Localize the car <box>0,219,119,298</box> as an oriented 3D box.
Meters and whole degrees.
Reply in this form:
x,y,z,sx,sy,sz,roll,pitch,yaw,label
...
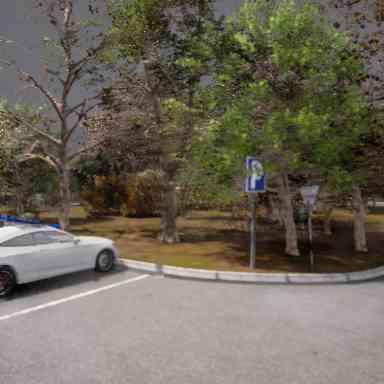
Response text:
x,y,z,sx,sy,sz,roll,pitch,yaw,label
-4.085,1.583,8.727,2.002,1.452,4.674,-1,0,35,car

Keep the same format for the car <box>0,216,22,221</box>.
x,y,z,sx,sy,sz,roll,pitch,yaw,label
-6.644,1.566,10.562,2.097,1.535,5.008,-1,0,35,car
